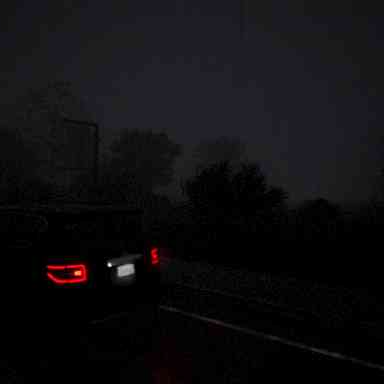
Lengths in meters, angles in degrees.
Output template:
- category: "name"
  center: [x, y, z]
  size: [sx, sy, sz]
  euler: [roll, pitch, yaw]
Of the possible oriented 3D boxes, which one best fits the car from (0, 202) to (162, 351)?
- category: "car"
  center: [-3.062, 1.223, 6.471]
  size: [5.566, 2.045, 2.150]
  euler: [0, 0, 38]
